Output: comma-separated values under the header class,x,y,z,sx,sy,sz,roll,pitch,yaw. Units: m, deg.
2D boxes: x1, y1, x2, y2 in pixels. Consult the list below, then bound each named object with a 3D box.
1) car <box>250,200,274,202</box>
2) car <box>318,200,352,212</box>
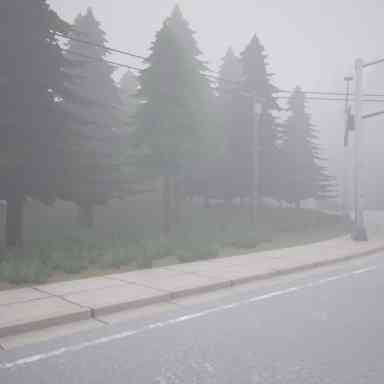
class,x,y,z,sx,sy,sz,roll,pitch,yaw
car,10.138,1.505,49.866,1.837,1.490,4.892,0,0,-39
car,16.226,1.504,38.279,1.837,1.490,4.892,0,0,-14
